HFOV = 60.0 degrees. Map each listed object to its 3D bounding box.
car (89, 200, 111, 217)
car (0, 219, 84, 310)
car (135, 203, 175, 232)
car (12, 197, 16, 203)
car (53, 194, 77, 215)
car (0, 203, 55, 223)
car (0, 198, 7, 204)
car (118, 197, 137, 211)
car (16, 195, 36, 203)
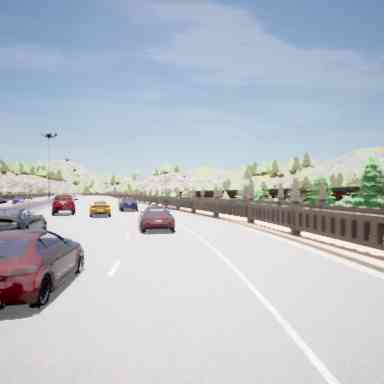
[{"bbox_3d":[-8.979,1.513,32.486,1.882,1.535,5.008,0,0,-17],"label":"car"},{"bbox_3d":[-3.962,1.580,7.910,1.994,1.385,4.181,0,0,-5],"label":"car"},{"bbox_3d":[-2.224,1.573,20.304,1.994,1.385,4.181,0,0,-11],"label":"car"},{"bbox_3d":[-34.467,1.611,66.425,1.882,1.535,5.008,0,0,-18],"label":"car"},{"bbox_3d":[-13.418,1.274,35.095,2.150,2.045,5.566,0,0,-17],"label":"car"},{"bbox_3d":[-8.521,1.525,16.117,2.128,1.511,4.902,0,0,-9],"label":"car"},{"bbox_3d":[-37.794,1.741,65.337,1.895,1.301,4.718,0,0,-18],"label":"car"},{"bbox_3d":[-7.919,1.383,40.888,2.097,1.767,4.553,0,0,-17],"label":"car"},{"bbox_3d":[-27.379,1.458,55.538,2.097,1.767,4.553,0,0,-17],"label":"car"}]
